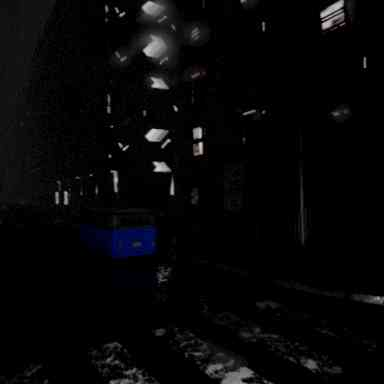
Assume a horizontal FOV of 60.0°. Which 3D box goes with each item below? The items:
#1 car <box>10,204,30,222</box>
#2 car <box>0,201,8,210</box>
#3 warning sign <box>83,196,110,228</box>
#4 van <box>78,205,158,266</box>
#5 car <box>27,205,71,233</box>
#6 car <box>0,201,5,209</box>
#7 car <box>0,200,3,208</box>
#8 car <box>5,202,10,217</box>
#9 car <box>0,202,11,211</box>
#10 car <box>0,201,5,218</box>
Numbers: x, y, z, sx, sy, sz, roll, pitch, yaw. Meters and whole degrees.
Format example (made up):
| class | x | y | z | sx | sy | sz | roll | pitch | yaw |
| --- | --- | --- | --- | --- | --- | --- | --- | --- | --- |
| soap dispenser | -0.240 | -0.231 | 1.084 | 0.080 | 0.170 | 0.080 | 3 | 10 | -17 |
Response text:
| class | x | y | z | sx | sy | sz | roll | pitch | yaw |
| --- | --- | --- | --- | --- | --- | --- | --- | --- | --- |
| car | -15.203 | 1.893 | 30.567 | 1.887 | 1.381 | 4.507 | -2 | 0 | -34 |
| car | -33.951 | 2.385 | 58.895 | 2.008 | 1.369 | 4.403 | -2 | 0 | -34 |
| warning sign | -6.008 | 1.233 | 20.959 | 1.300 | 1.860 | 1.060 | -2 | 0 | -34 |
| van | -2.710 | 1.388 | 11.684 | 1.690 | 1.788 | 3.998 | -1 | 0 | -34 |
| car | -9.049 | 1.721 | 21.268 | 1.752 | 1.417 | 4.829 | -1 | 0 | -34 |
| car | -37.076 | 2.461 | 63.617 | 1.887 | 1.381 | 4.507 | -2 | 0 | -34 |
| car | -40.202 | 2.439 | 68.336 | 1.967 | 1.590 | 4.097 | -2 | 0 | -34 |
| car | -18.327 | 1.974 | 35.287 | 1.887 | 1.381 | 4.507 | -2 | 0 | -34 |
| car | -30.826 | 2.304 | 54.174 | 2.008 | 1.369 | 4.403 | -2 | 0 | -34 |
| car | -21.303 | 1.859 | 34.990 | 2.097 | 1.767 | 4.553 | -2 | 0 | -33 |
